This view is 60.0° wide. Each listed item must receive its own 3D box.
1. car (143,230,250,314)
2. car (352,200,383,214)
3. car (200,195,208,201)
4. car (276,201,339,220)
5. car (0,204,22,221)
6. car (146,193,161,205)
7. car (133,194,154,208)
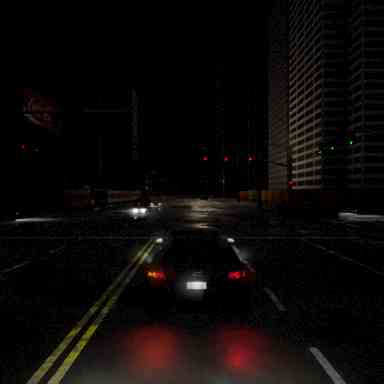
[{"bbox_3d":[0.076,1.564,7.685,1.994,1.385,4.181,0,0,0],"label":"car"},{"bbox_3d":[19.626,1.547,34.471,5.357,1.411,2.033,0,0,0],"label":"car"},{"bbox_3d":[3.268,1.525,87.523,2.128,1.511,4.902,0,0,0],"label":"car"},{"bbox_3d":[9.369,1.491,27.190,4.902,1.511,2.128,0,0,0],"label":"car"},{"bbox_3d":[-16.157,1.564,26.986,4.181,1.385,1.994,0,0,-1],"label":"car"},{"bbox_3d":[-7.229,1.221,58.018,2.150,2.045,5.566,0,0,0],"label":"car"},{"bbox_3d":[-7.214,1.491,48.065,2.128,1.511,4.902,0,0,0],"label":"car"}]
